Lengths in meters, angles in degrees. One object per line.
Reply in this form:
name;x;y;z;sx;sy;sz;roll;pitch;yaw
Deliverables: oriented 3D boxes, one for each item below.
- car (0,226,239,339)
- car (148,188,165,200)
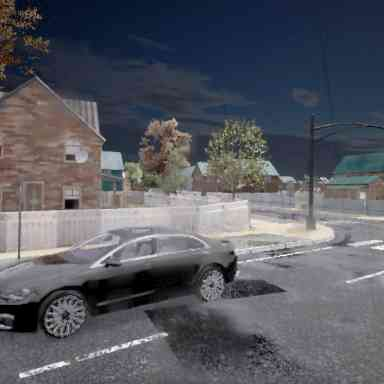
car;-1.245;1.493;6.655;4.902;1.511;2.128;0;0;-35
car;-6.664;0.336;61.598;2.150;2.045;5.566;1;0;-21
